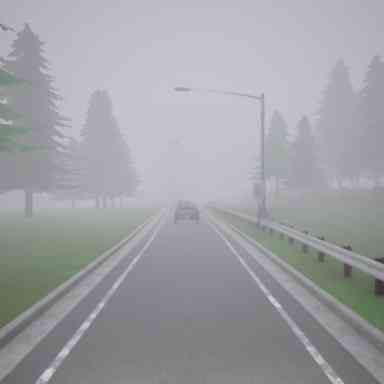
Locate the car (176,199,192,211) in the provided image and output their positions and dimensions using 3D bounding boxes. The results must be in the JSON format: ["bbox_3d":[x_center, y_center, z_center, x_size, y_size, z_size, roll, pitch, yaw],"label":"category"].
[{"bbox_3d":[-1.022,1.598,42.879,1.994,1.385,4.181,0,0,-1],"label":"car"}]

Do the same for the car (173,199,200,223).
[{"bbox_3d":[-0.425,1.512,25.758,2.128,1.511,4.902,0,0,-2],"label":"car"}]
